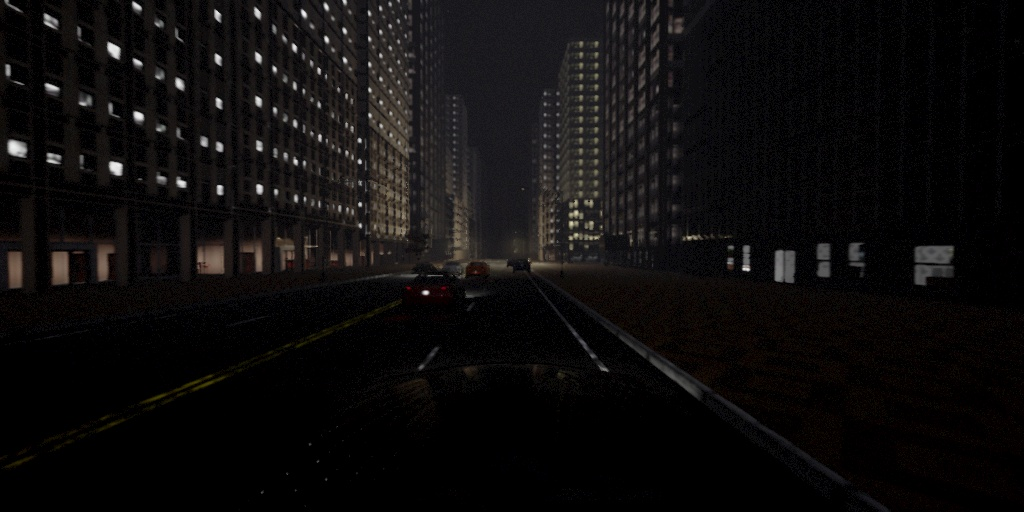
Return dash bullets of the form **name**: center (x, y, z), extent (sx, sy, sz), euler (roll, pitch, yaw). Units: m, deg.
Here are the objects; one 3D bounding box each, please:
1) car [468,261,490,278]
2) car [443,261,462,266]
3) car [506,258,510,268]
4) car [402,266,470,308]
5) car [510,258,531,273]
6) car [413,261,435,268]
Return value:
- **car**: center (-3.151, 1.222, 33.641), extent (1.882, 1.535, 5.008), euler (0, 0, 0)
- **car**: center (-6.582, 1.270, 39.658), extent (1.812, 1.442, 4.674), euler (0, 0, 0)
- **car**: center (0.000, 1.266, 62.505), extent (1.812, 1.442, 4.674), euler (0, 0, 0)
- **car**: center (-3.152, 1.312, 15.120), extent (1.994, 1.385, 4.181), euler (0, 0, 0)
- **car**: center (1.134, 1.095, 42.902), extent (2.097, 1.767, 4.553), euler (0, 0, 0)
- **car**: center (-9.825, 1.308, 40.345), extent (1.994, 1.385, 4.181), euler (0, 0, 0)
